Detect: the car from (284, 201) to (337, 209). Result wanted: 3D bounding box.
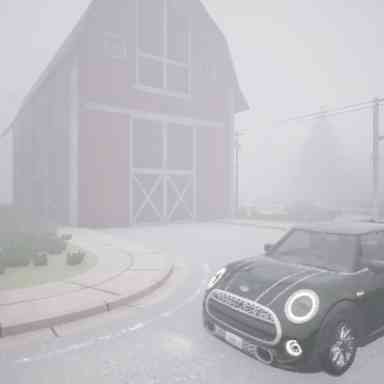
[{"bbox_3d":[10.928,1.574,30.579,2.033,1.411,5.357,0,0,-35],"label":"car"}]

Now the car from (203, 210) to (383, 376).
[{"bbox_3d":[2.379,1.344,5.705,4.553,1.767,2.097,0,1,-35],"label":"car"}]

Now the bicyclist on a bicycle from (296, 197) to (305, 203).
[{"bbox_3d":[13.256,1.322,40.202,1.656,1.620,0.582,46,-25,-24],"label":"bicyclist on a bicycle"}]

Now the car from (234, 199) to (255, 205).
[{"bbox_3d":[5.500,1.552,38.464,1.812,1.442,4.674,0,0,-34],"label":"car"}]
